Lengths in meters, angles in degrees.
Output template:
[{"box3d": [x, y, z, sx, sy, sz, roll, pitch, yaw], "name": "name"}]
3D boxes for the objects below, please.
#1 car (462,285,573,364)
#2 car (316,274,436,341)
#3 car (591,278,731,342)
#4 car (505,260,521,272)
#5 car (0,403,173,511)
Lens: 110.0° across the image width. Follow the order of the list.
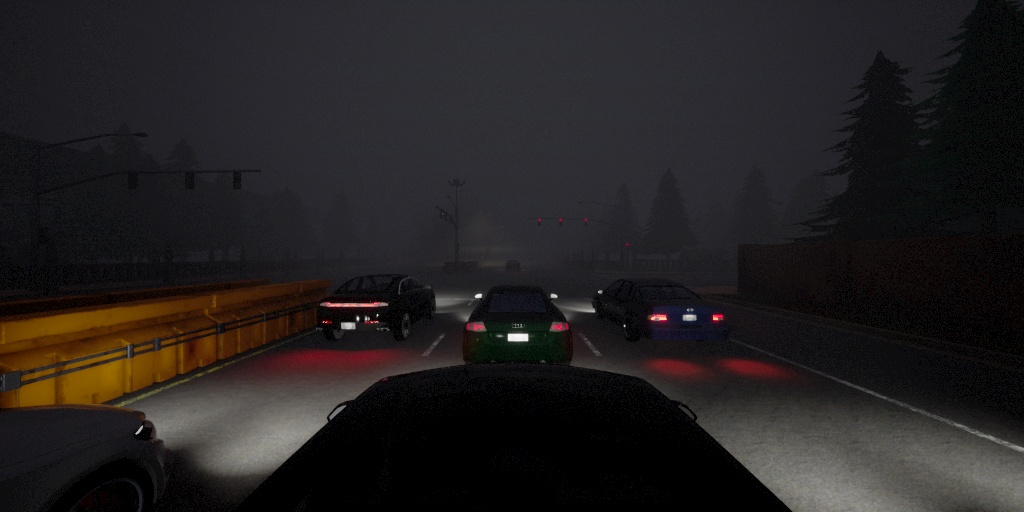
[{"box3d": [0.099, 1.314, 7.924, 1.994, 1.385, 4.181, 0, 0, 0], "name": "car"}, {"box3d": [-3.400, 1.241, 9.875, 2.128, 1.511, 4.902, 0, 0, 0], "name": "car"}, {"box3d": [3.599, 1.297, 9.781, 2.033, 1.411, 5.357, 0, 0, 0], "name": "car"}, {"box3d": [0.096, 1.228, 45.977, 1.882, 1.535, 5.008, 0, 0, 0], "name": "car"}, {"box3d": [-3.403, 1.276, 0.638, 1.812, 1.442, 4.674, 0, 0, 0], "name": "car"}]
